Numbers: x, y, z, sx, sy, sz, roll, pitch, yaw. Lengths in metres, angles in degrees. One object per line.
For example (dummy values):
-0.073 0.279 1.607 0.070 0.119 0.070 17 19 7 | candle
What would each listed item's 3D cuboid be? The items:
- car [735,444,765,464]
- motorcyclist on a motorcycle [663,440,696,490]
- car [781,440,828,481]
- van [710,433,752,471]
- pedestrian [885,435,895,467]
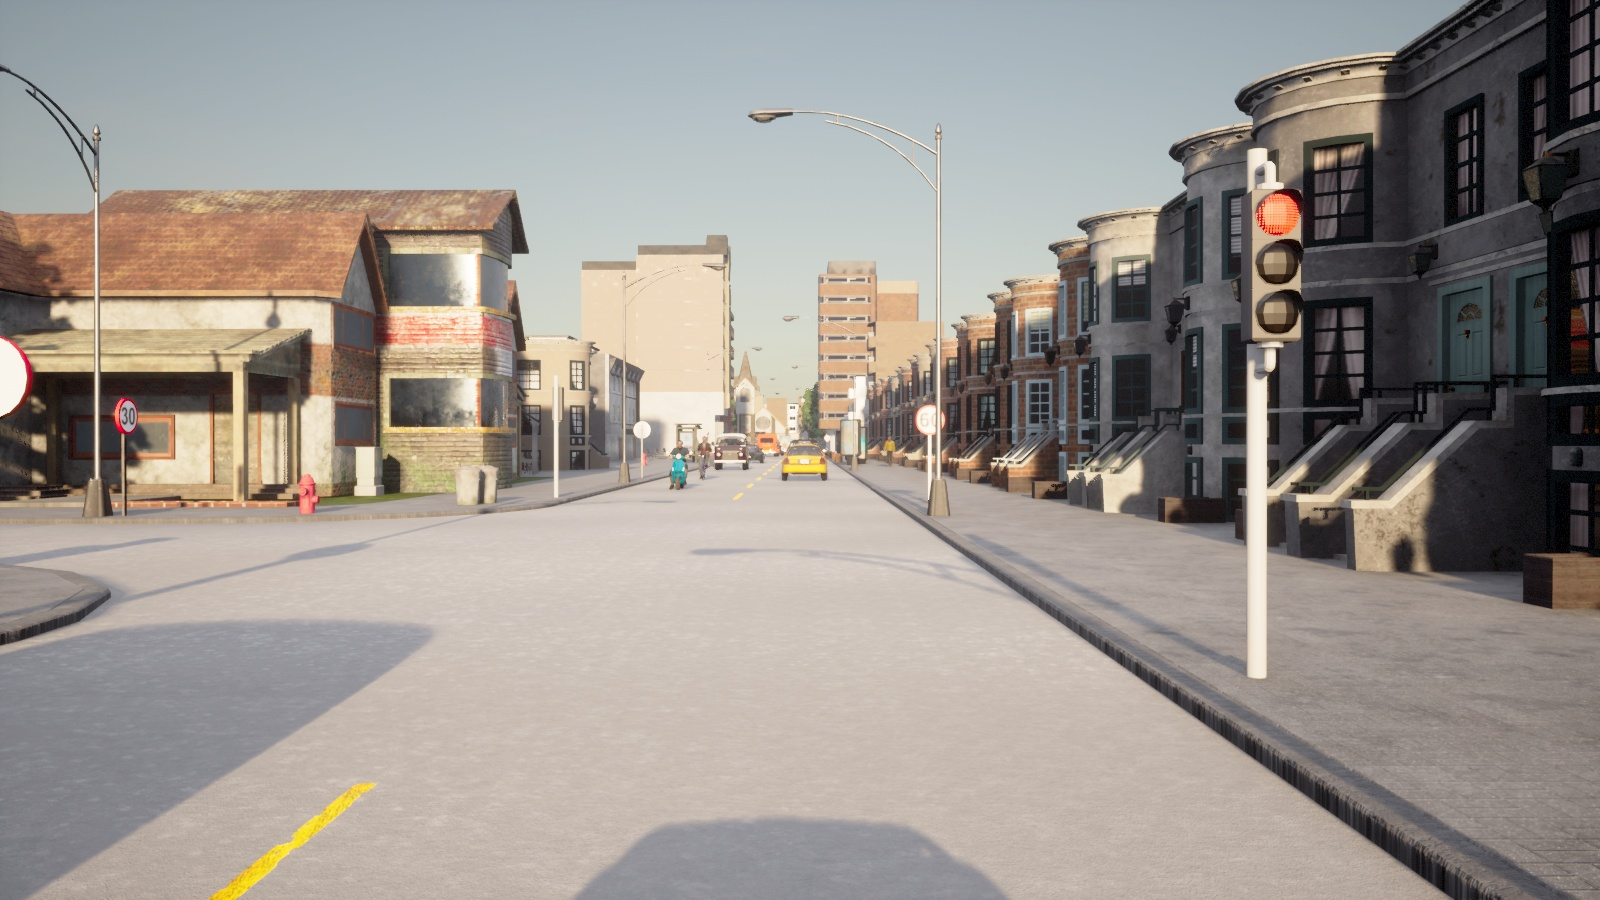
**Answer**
-3.668 0.287 92.229 1.994 1.385 4.181 0 0 0 | car
-3.856 0.469 40.343 0.866 1.590 1.817 0 0 0 | motorcyclist on a motorcycle
0.181 0.397 51.056 1.801 1.575 5.366 0 0 0 | car
-3.752 0.076 69.285 2.069 2.038 4.480 0 0 0 | van
5.166 0.053 72.217 0.431 1.840 0.709 0 0 13 | pedestrian
